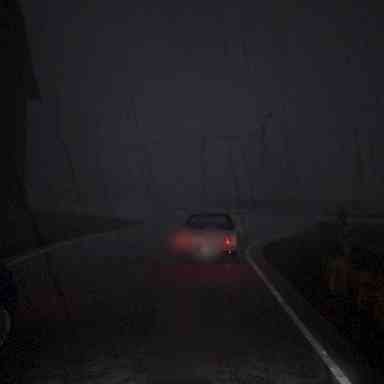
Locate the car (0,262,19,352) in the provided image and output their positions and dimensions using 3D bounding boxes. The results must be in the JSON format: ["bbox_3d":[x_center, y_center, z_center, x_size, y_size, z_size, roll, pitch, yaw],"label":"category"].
[{"bbox_3d":[-3.496,1.467,3.153,1.812,1.442,4.674,0,1,1],"label":"car"}]

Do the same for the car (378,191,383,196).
[{"bbox_3d":[30.561,0.600,50.039,4.611,1.667,2.242,0,1,3],"label":"car"}]

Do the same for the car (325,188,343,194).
[{"bbox_3d":[31.735,0.008,74.210,3.866,1.878,1.905,0,1,3],"label":"car"}]

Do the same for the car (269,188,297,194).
[{"bbox_3d":[18.002,0.172,64.676,4.605,1.855,1.932,0,1,3],"label":"car"}]

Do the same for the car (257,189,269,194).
[{"bbox_3d":[18.914,-0.012,87.138,3.905,1.438,1.784,0,1,3],"label":"car"}]

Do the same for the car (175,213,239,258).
[{"bbox_3d":[0.660,1.390,11.867,1.895,1.301,4.718,0,1,6],"label":"car"}]

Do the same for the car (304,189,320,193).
[{"bbox_3d":[31.822,-0.036,87.705,4.193,1.474,1.816,0,1,3],"label":"car"}]
